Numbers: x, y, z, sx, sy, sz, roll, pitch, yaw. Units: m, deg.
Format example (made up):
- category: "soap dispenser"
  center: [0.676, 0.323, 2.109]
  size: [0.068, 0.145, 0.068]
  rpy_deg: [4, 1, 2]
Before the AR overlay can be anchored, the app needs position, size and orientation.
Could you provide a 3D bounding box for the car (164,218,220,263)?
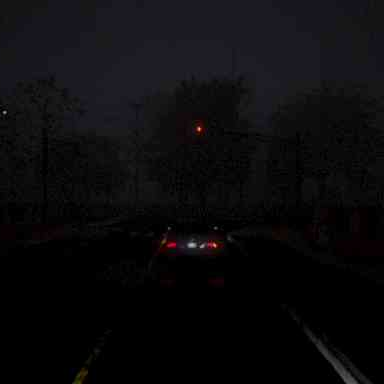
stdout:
- category: "car"
  center: [0.016, 1.675, 12.529]
  size: [2.033, 1.411, 5.357]
  rpy_deg: [0, -1, 1]
